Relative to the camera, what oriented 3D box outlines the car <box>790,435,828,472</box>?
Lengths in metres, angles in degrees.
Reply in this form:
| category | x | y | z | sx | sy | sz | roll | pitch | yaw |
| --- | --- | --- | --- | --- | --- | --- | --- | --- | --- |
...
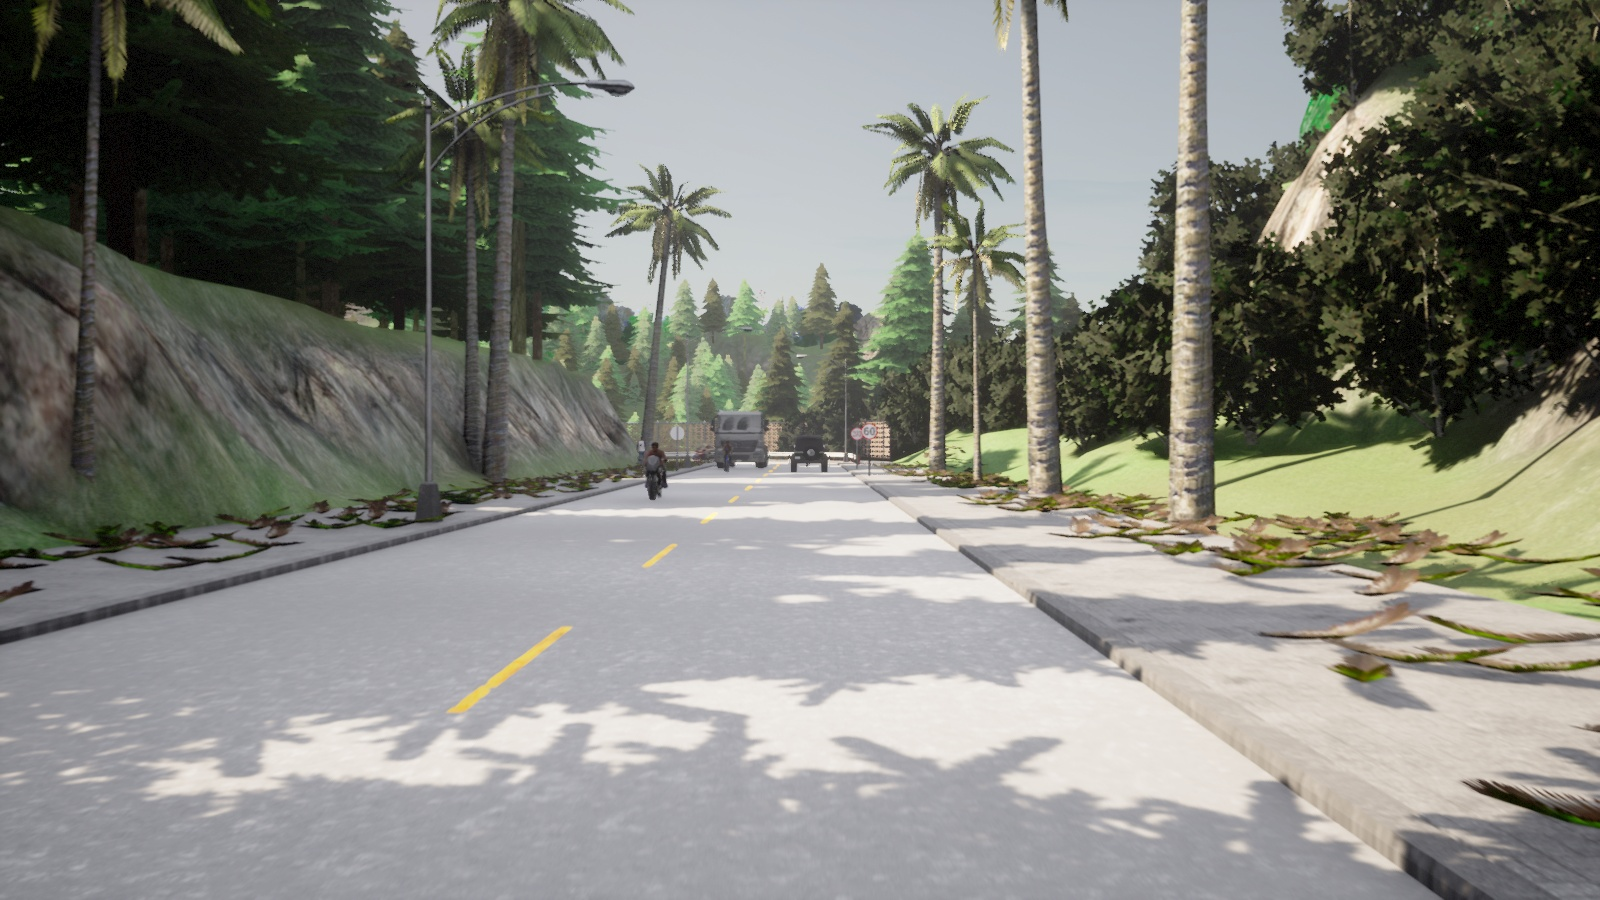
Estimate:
| category | x | y | z | sx | sy | sz | roll | pitch | yaw |
| --- | --- | --- | --- | --- | --- | --- | --- | --- | --- |
| car | 0.480 | 0.174 | 65.414 | 1.905 | 1.878 | 3.866 | 0 | 0 | 0 |

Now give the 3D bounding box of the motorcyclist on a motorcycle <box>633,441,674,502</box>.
| category | x | y | z | sx | sy | sz | roll | pitch | yaw |
| --- | --- | --- | --- | --- | --- | --- | --- | --- | --- |
| motorcyclist on a motorcycle | -3.763 | 0.542 | 32.431 | 0.797 | 1.523 | 2.044 | 0 | 0 | 0 |

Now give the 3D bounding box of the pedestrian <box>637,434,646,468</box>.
| category | x | y | z | sx | sy | sz | roll | pitch | yaw |
| --- | --- | --- | --- | --- | --- | --- | --- | --- | --- |
| pedestrian | -8.796 | 0.051 | 69.763 | 0.354 | 1.836 | 0.706 | 0 | 0 | 2 |

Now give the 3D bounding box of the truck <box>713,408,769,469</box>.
| category | x | y | z | sx | sy | sz | roll | pitch | yaw |
| --- | --- | --- | --- | --- | --- | --- | --- | --- | --- |
| truck | -3.439 | -0.664 | 75.521 | 2.891 | 3.462 | 7.936 | 0 | 0 | 1 |
